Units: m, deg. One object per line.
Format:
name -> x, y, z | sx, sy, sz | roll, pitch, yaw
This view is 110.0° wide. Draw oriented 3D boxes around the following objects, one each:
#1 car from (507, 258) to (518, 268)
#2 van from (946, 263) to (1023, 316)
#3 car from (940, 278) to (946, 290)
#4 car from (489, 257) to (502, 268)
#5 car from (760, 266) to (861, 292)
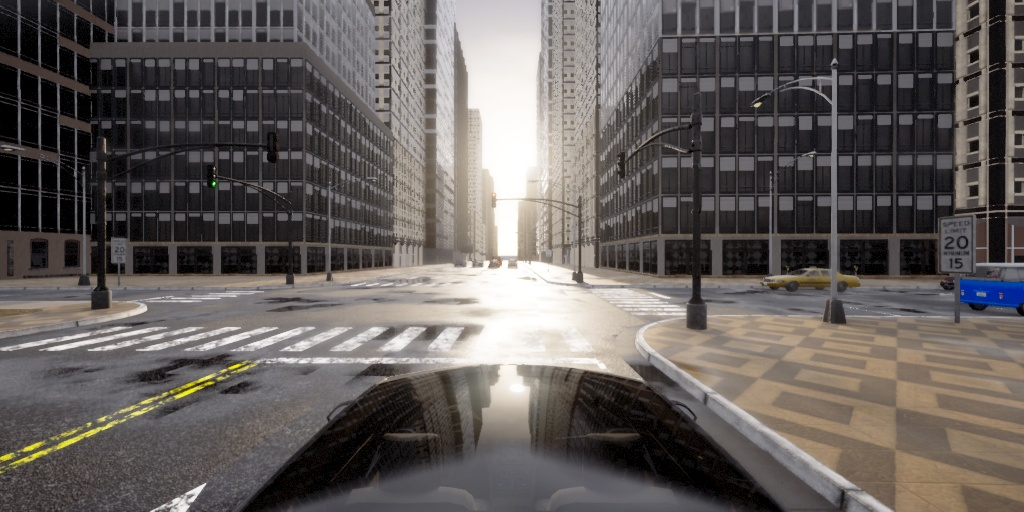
car -> 0.127, 1.408, 63.353 | 2.033, 1.411, 5.357 | 0, 0, 0
van -> 18.379, 1.119, 12.558 | 3.998, 1.789, 1.690 | 0, 0, 2
car -> 26.958, 1.356, 20.228 | 4.207, 1.307, 1.802 | 0, 0, 2
car -> -3.123, 1.386, 63.359 | 1.812, 1.442, 4.674 | 0, 0, 0
car -> 17.125, 1.293, 20.733 | 4.829, 1.417, 1.751 | 0, 0, 2
